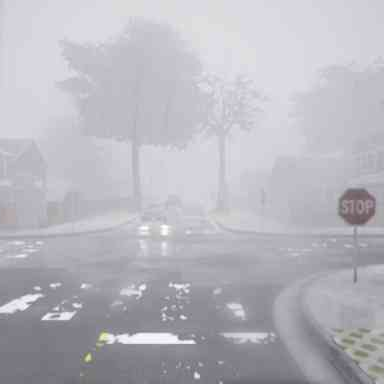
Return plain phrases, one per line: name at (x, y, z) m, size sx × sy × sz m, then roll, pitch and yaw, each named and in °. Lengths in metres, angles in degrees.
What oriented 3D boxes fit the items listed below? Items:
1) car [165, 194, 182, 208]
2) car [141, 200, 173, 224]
car at (-2.698, 1.278, 49.467) m, size 2.150 × 2.045 × 5.566 m, roll 0°, pitch 0°, yaw 0°
car at (-2.721, 1.578, 25.342) m, size 1.812 × 1.442 × 4.674 m, roll 0°, pitch 0°, yaw 0°
